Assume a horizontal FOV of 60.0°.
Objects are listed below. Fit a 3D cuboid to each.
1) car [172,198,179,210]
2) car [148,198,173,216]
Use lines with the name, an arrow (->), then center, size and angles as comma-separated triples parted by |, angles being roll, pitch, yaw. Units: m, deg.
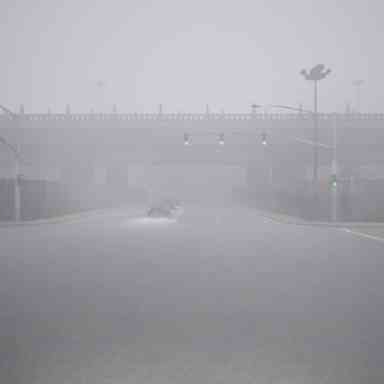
car -> -3.122, 1.509, 42.910 | 1.837, 1.490, 4.892 | 0, 0, 1
car -> -3.228, 1.604, 33.040 | 1.895, 1.301, 4.718 | 0, 0, 1
